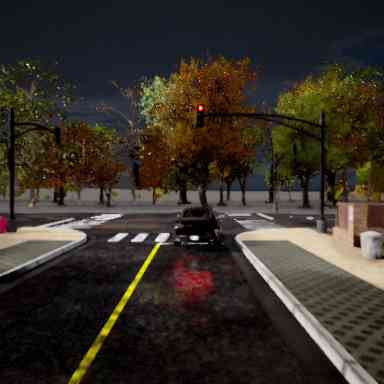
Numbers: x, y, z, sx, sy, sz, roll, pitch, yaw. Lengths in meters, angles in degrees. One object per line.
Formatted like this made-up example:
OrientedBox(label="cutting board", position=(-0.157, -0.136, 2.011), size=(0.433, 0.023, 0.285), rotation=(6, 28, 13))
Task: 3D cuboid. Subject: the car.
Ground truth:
OrientedBox(label="car", position=(0.358, 1.416, 14.639), size=(1.837, 1.490, 4.892), rotation=(0, 0, 6))
